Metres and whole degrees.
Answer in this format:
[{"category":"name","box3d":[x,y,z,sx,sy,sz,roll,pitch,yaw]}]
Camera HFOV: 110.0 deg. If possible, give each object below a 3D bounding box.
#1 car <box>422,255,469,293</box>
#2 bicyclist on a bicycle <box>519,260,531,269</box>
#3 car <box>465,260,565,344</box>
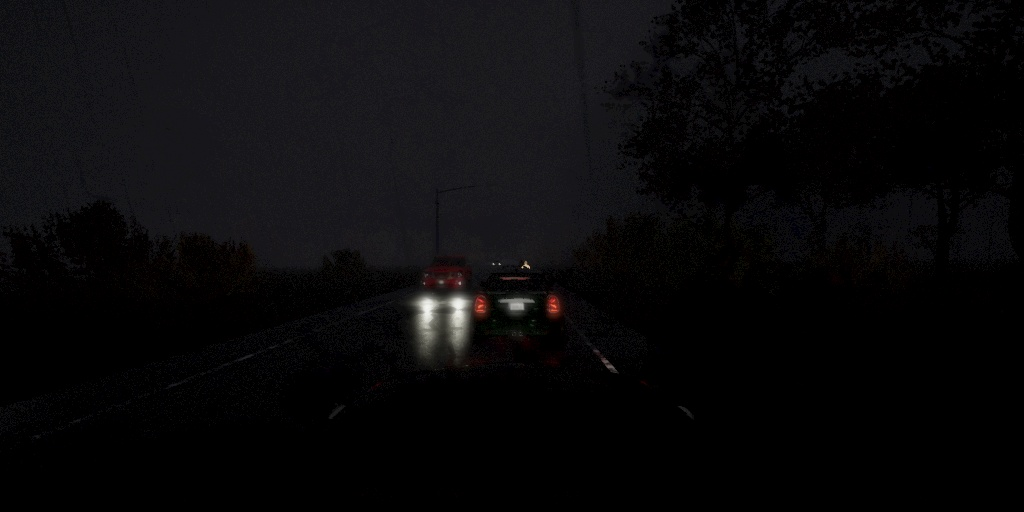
[{"category":"car","box3d":[-3.575,0.964,20.898,2.150,2.045,5.566,0,0,0]},{"category":"bicyclist on a bicycle","box3d":[0.985,1.177,25.563,0.866,1.612,1.509,0,0,1]},{"category":"car","box3d":[0.116,1.099,9.740,2.097,1.767,4.553,0,0,0]}]
